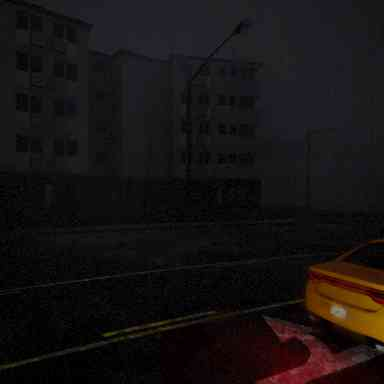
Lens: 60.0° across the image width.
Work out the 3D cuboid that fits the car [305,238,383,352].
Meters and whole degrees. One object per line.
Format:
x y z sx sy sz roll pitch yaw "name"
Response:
4.229 1.477 5.634 5.008 1.535 1.882 0 0 -26 "car"
